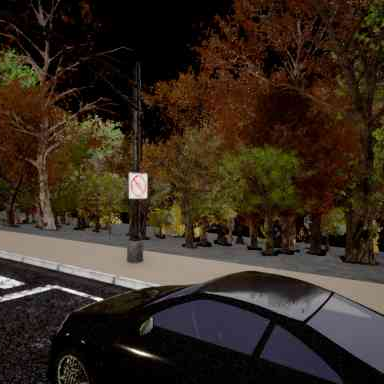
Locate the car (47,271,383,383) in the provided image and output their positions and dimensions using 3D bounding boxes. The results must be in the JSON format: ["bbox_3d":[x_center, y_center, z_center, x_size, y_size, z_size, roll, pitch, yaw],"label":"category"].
[{"bbox_3d":[0.397,1.564,3.404,4.181,1.385,1.994,0,0,36],"label":"car"}]
